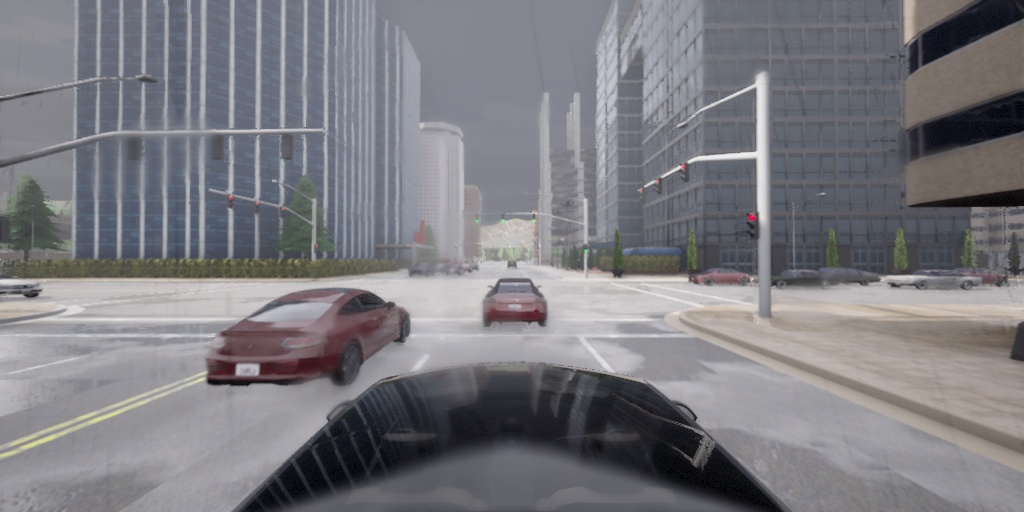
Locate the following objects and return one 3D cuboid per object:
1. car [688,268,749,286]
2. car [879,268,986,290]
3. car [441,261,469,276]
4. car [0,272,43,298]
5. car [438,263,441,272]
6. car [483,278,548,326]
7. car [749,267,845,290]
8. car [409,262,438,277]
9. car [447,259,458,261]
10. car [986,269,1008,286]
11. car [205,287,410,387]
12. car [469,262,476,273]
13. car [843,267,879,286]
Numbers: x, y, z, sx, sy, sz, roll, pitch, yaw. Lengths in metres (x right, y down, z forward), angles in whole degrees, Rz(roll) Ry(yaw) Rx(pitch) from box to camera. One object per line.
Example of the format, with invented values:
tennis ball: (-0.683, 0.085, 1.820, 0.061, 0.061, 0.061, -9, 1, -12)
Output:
car: (16.139, 1.593, 28.071, 4.181, 1.385, 1.994, 0, -1, 1)
car: (28.532, 1.592, 24.441, 4.718, 1.301, 1.895, 0, -1, 1)
car: (-7.084, 1.699, 44.904, 2.128, 1.511, 4.902, 0, -1, 0)
car: (-26.451, 1.446, 17.821, 4.674, 1.442, 1.812, 0, -1, 0)
car: (-10.582, 1.810, 52.193, 1.812, 1.442, 4.674, 0, -1, 1)
car: (0.097, 1.425, 12.166, 1.994, 1.385, 4.181, 0, -1, 0)
car: (19.363, 1.593, 24.535, 4.718, 1.301, 1.895, 0, -1, 1)
car: (-10.587, 1.533, 42.379, 2.097, 1.767, 4.553, 0, -1, 0)
car: (-10.509, 1.618, 62.757, 2.150, 2.045, 5.566, 0, -1, 1)
car: (35.332, 1.591, 27.853, 4.181, 1.385, 1.994, 0, -1, 2)
car: (-3.409, 1.331, 6.942, 1.812, 1.442, 4.674, 0, -1, 0)
car: (-7.072, 1.839, 54.857, 1.812, 1.442, 4.674, 0, -1, 1)
car: (25.375, 1.576, 27.975, 5.357, 1.411, 2.033, 0, -1, 1)
